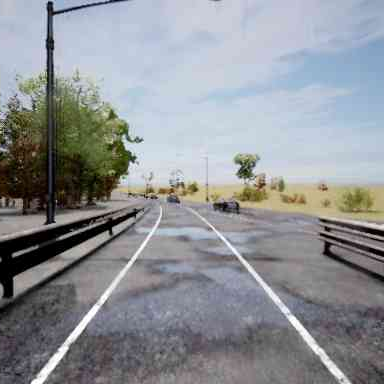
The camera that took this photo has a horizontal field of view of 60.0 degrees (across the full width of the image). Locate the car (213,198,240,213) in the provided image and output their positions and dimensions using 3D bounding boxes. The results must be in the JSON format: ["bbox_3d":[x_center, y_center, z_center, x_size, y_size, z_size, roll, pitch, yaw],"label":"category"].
[{"bbox_3d":[3.693,1.439,36.538,2.128,1.511,4.902,0,0,-13],"label":"car"}]

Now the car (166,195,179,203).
[{"bbox_3d":[-3.983,1.340,68.617,2.097,1.767,4.553,0,0,-13],"label":"car"}]
